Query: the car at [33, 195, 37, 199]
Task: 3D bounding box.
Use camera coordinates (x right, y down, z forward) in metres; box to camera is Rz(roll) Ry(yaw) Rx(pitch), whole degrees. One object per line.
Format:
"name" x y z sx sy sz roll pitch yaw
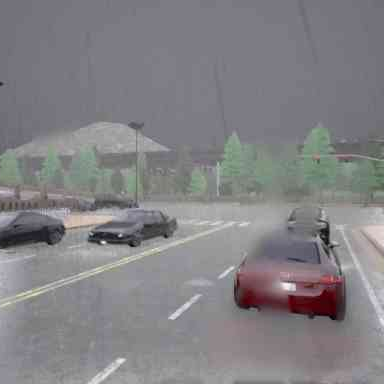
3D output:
"car" -24.279 1.302 45.369 4.902 1.511 2.128 2 1 20

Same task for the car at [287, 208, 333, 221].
"car" 5.537 1.491 15.787 2.128 1.511 4.902 0 0 22

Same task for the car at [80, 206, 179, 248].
"car" -2.403 1.547 15.221 2.033 1.411 5.357 0 0 22

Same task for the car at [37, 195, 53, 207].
"car" -20.800 1.250 47.834 4.553 1.767 2.097 1 0 20

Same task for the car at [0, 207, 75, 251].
"car" -7.032 1.525 13.072 1.812 1.442 4.674 0 0 22

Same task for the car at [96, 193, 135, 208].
"car" -10.309 1.215 44.044 5.566 2.045 2.150 0 0 20

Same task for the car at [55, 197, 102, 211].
"car" -12.776 1.561 37.501 4.181 1.385 1.994 0 0 20

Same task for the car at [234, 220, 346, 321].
"car" 2.288 1.564 7.492 1.994 1.385 4.181 0 0 21

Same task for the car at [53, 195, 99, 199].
"car" -14.599 1.495 41.878 4.892 1.490 1.837 0 0 20

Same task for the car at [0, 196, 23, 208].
"car" -24.026 1.358 41.552 4.902 1.511 2.128 2 1 20
